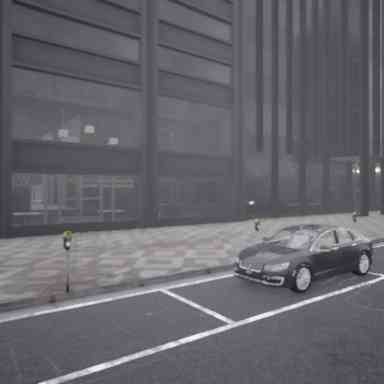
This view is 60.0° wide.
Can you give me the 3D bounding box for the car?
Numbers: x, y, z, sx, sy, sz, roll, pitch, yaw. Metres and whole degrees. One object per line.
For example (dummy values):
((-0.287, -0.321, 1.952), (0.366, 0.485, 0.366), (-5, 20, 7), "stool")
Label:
((3.058, 1.542, 8.714), (4.403, 1.369, 2.008), (0, 0, -36), "car")
